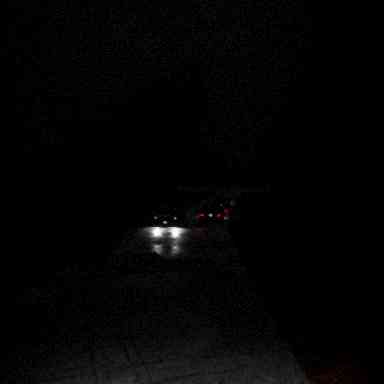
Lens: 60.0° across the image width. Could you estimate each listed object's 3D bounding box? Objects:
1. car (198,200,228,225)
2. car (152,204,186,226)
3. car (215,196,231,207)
[{"bbox_3d":[1.524,1.596,25.034,2.033,1.411,5.357,0,1,6],"label":"car"},{"bbox_3d":[-1.507,1.580,24.413,2.033,1.411,5.357,1,1,5],"label":"car"},{"bbox_3d":[3.903,1.181,42.181,1.895,1.301,4.718,1,2,9],"label":"car"}]
